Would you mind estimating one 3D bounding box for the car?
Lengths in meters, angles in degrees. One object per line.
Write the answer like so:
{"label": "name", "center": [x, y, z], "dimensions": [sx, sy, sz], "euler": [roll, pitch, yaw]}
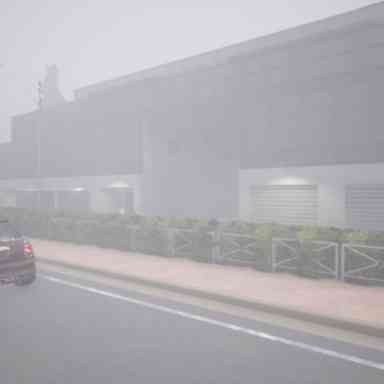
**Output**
{"label": "car", "center": [-5.851, 1.356, 8.132], "dimensions": [4.553, 1.767, 2.097], "euler": [0, 0, 36]}
